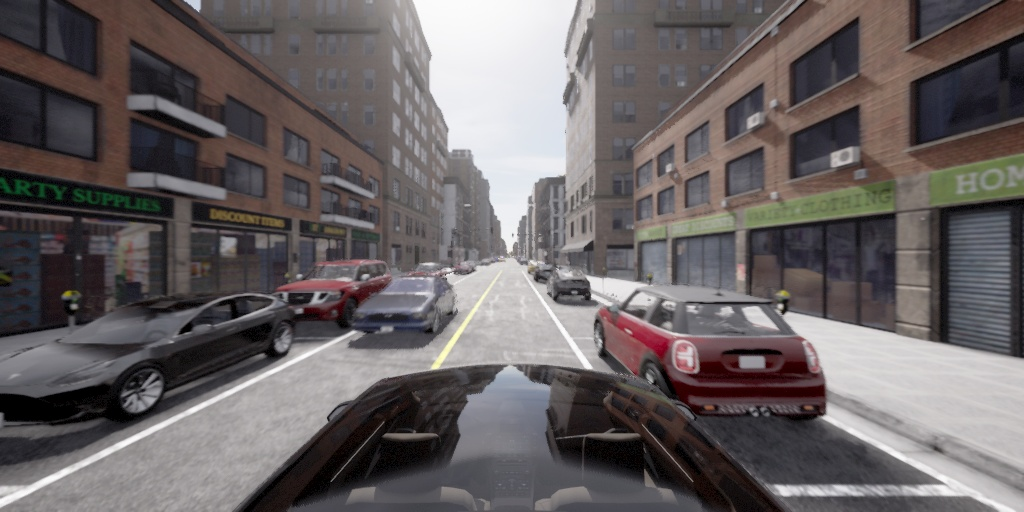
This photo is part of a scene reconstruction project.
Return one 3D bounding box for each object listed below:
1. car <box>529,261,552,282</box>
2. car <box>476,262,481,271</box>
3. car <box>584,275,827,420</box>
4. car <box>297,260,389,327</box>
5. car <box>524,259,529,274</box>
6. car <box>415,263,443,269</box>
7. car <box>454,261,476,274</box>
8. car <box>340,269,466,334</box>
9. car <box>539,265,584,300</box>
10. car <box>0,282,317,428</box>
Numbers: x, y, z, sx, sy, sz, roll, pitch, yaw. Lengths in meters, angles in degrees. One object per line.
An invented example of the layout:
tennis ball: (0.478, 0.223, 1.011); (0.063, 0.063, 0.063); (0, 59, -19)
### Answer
car: (2.611, 1.302, 28.600); (1.948, 1.339, 4.313); (0, 0, 0)
car: (-5.432, 1.275, 45.634); (2.007, 1.370, 4.403); (0, 0, 0)
car: (2.634, 1.188, 5.875); (1.967, 1.591, 4.097); (0, 0, 0)
car: (-5.397, 1.059, 11.543); (2.192, 1.841, 5.009); (0, 0, 0)
car: (2.599, 1.254, 40.132); (1.751, 1.417, 4.829); (0, 0, 0)
car: (-5.408, 1.179, 22.907); (1.967, 1.591, 4.097); (0, 0, 0)
car: (-5.426, 1.311, 39.952); (1.802, 1.307, 4.207); (0, 0, 0)
car: (-2.856, 1.293, 10.873); (2.033, 1.411, 5.357); (0, 0, 0)
car: (2.622, 1.292, 17.237); (2.007, 1.370, 4.403); (0, 0, 0)
car: (-5.391, 1.314, 5.862); (1.948, 1.339, 4.313); (0, 0, 0)
